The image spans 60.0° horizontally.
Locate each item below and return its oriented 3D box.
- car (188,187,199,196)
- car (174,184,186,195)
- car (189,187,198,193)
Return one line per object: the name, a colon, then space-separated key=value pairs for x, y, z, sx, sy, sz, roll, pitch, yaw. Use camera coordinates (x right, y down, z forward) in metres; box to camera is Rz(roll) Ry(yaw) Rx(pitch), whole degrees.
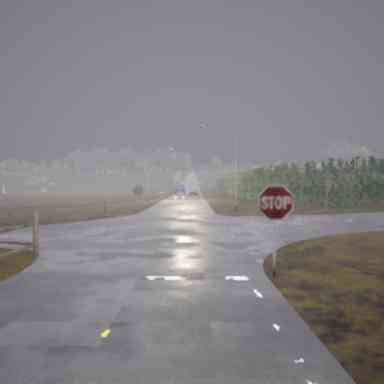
car: x=0.267 y=0.078 z=64.824 sx=1.812 sy=1.442 sz=4.674 roll=0 pitch=2 yaw=0
car: x=-2.466 y=-0.718 z=68.947 sx=2.150 sy=2.045 sz=5.566 roll=0 pitch=2 yaw=0
car: x=0.309 y=-0.453 z=74.840 sx=1.895 sy=1.301 sz=4.718 roll=0 pitch=3 yaw=0
